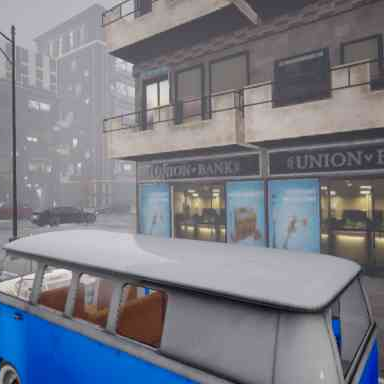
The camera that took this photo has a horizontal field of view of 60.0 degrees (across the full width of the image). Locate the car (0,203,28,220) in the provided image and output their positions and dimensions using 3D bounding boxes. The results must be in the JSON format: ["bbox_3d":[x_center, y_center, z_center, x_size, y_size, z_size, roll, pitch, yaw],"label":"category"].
[{"bbox_3d":[-15.270,1.608,27.301,1.967,1.590,4.097,-2,-1,36],"label":"car"}]

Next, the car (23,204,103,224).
[{"bbox_3d":[-8.518,1.583,22.334,1.947,1.339,4.313,-2,-1,36],"label":"car"}]

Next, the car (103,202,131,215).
[{"bbox_3d":[-8.591,1.797,36.385,1.947,1.339,4.313,-2,-1,36],"label":"car"}]

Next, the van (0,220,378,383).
[{"bbox_3d":[-0.422,1.342,3.162,3.998,1.788,1.690,0,-1,36],"label":"van"}]
